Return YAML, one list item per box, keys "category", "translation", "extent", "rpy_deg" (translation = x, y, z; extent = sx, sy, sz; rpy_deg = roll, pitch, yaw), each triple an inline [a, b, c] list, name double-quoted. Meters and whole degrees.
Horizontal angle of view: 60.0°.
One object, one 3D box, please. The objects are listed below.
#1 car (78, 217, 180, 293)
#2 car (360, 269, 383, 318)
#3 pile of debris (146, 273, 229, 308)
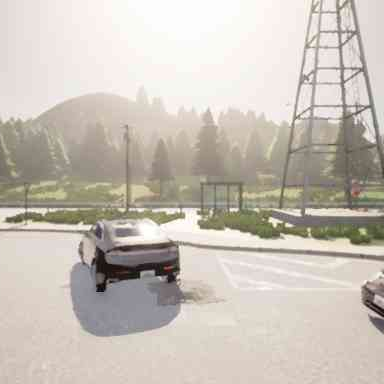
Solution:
- category: "car"
  translation: [-1.855, 1.419, 8.881]
  extent: [2.128, 1.511, 4.902]
  rpy_deg: [0, 0, -23]
- category: "car"
  translation: [4.891, 1.481, 5.209]
  extent: [3.905, 1.438, 1.784]
  rpy_deg: [0, 0, 0]
- category: "pile of debris"
  translation: [-0.201, 2.120, 7.343]
  extent: [1.500, 0.140, 1.860]
  rpy_deg: [0, 0, -12]
